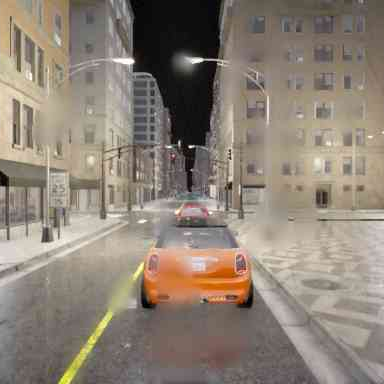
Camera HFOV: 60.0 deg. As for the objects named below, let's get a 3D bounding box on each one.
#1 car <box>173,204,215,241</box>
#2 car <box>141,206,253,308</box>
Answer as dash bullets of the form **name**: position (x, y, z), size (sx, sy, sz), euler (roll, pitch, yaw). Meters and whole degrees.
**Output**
- **car**: position (0.084, 1.477, 17.656), size (1.882, 1.535, 5.008), euler (0, 0, 0)
- **car**: position (0.089, 1.352, 8.056), size (2.097, 1.767, 4.553), euler (0, 0, 0)
